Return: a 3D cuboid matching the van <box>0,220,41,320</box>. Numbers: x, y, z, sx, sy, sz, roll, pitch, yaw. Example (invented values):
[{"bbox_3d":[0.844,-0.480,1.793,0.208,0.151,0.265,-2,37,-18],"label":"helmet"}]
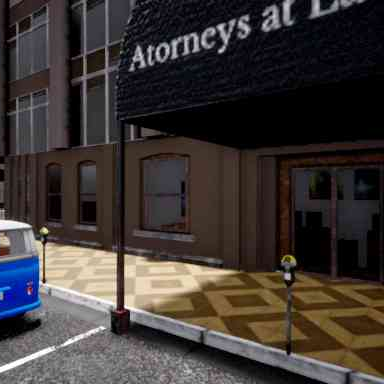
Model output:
[{"bbox_3d":[-4.455,1.341,6.043,3.998,1.788,1.690,0,0,35],"label":"van"}]
